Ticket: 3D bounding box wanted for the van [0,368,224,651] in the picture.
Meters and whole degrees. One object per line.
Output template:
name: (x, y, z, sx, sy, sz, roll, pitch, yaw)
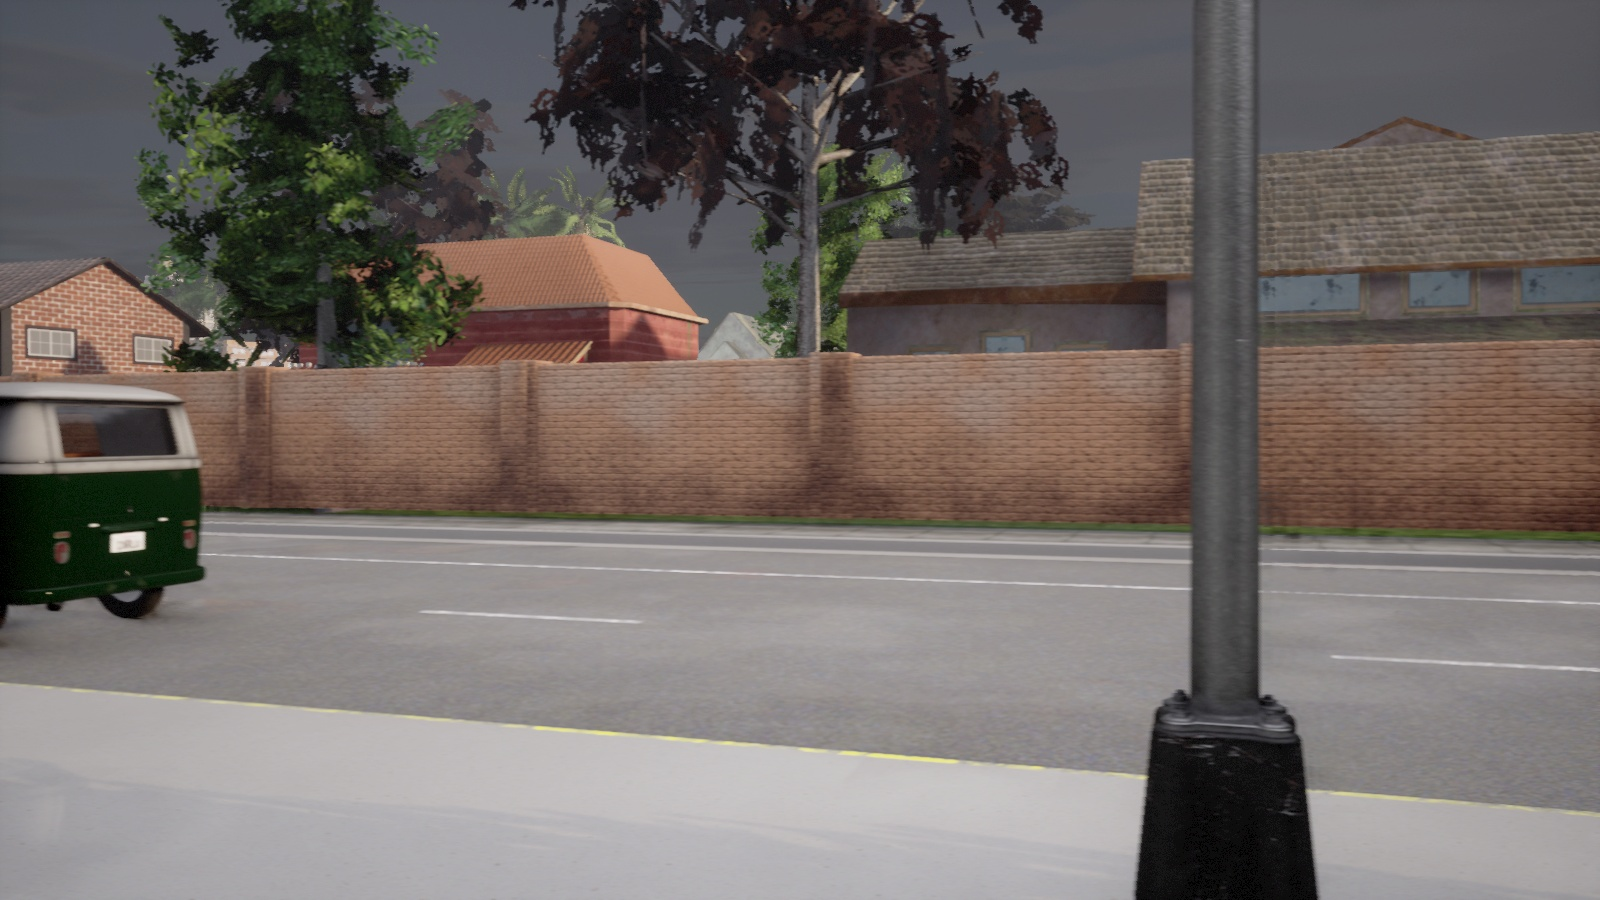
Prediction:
van: (-7.209, 0.386, 10.362, 4.442, 1.987, 1.775, 1, 1, 19)
